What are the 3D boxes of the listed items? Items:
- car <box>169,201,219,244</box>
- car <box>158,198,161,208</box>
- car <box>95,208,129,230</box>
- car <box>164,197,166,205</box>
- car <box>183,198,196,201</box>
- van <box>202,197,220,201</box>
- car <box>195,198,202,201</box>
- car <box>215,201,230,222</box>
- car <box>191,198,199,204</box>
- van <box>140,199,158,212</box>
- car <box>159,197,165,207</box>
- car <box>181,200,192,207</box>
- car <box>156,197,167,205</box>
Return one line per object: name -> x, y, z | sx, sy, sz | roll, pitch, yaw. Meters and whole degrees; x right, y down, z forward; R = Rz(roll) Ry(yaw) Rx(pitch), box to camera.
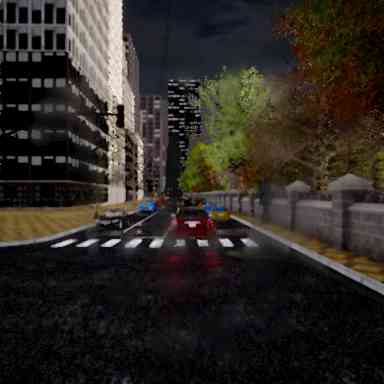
car -> 0.001, 1.526, 16.937 | 2.097, 1.767, 4.553 | 0, -1, -1
car -> -6.179, 2.068, 50.836 | 1.887, 1.381, 4.507 | 0, -1, -2
car -> -5.476, 1.802, 23.115 | 2.008, 1.369, 4.403 | 0, -1, -1
car -> -6.706, 2.264, 67.473 | 1.802, 1.307, 4.206 | 0, -1, -2
car -> -0.788, 2.038, 53.466 | 1.837, 1.490, 4.892 | 0, -1, -2
van -> 2.224, 1.683, 34.499 | 1.690, 1.788, 3.998 | 0, -1, -1
car -> 1.837, 2.030, 51.295 | 1.752, 1.417, 4.829 | 0, -1, -2
car -> 2.318, 1.814, 29.124 | 1.752, 1.417, 4.829 | 0, -1, -1
car -> 0.635, 2.343, 84.560 | 1.752, 1.417, 4.829 | 0, -1, -3
van -> -6.036, 1.811, 45.294 | 1.690, 1.788, 3.998 | 0, -1, -1
car -> -6.513, 2.174, 61.927 | 1.887, 1.381, 4.507 | 0, -1, -2
car -> -1.116, 2.233, 63.920 | 1.895, 1.301, 4.718 | 0, -1, -2
car -> -7.138, 2.101, 78.561 | 2.192, 1.841, 5.009 | 0, -1, -2
